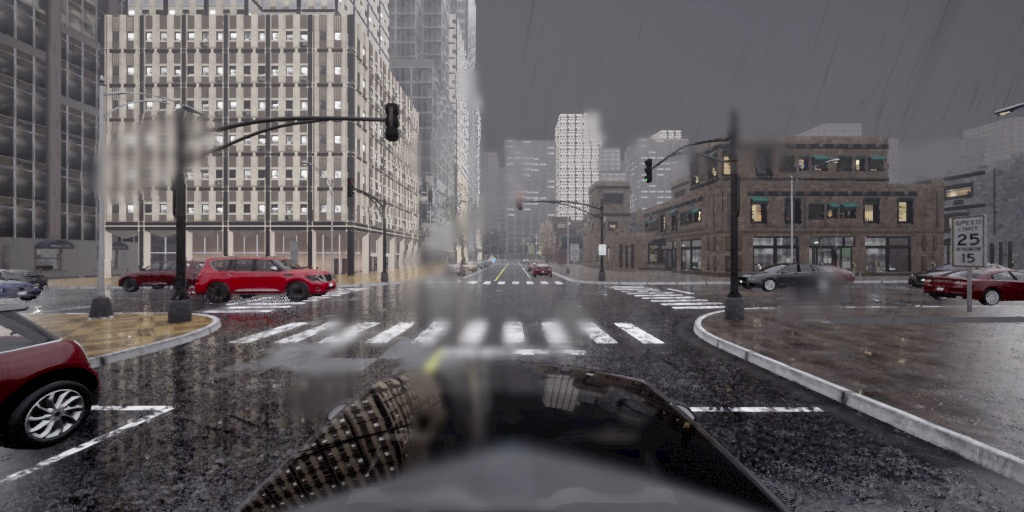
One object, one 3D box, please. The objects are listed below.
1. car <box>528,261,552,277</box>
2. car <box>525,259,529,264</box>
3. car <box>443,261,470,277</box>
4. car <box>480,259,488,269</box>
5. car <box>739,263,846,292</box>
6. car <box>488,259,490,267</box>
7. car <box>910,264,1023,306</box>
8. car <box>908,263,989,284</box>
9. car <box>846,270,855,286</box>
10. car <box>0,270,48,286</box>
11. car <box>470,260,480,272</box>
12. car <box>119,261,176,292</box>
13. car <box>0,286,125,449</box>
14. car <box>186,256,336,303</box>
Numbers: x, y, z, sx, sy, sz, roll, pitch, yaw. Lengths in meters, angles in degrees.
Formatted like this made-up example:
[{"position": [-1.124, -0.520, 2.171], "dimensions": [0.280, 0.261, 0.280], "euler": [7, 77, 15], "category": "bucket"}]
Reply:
[{"position": [2.859, 1.305, 34.704], "dimensions": [1.888, 1.381, 4.507], "euler": [0, 0, 0], "category": "car"}, {"position": [2.916, 1.350, 45.786], "dimensions": [1.802, 1.307, 4.207], "euler": [0, 0, 0], "category": "car"}, {"position": [-5.522, 1.342, 34.748], "dimensions": [1.802, 1.307, 4.207], "euler": [0, 0, 0], "category": "car"}, {"position": [-5.406, 1.327, 56.911], "dimensions": [2.007, 1.370, 4.403], "euler": [0, 0, 0], "category": "car"}, {"position": [15.143, 1.148, 19.934], "dimensions": [4.892, 1.490, 1.837], "euler": [0, 0, -1], "category": "car"}, {"position": [-5.378, 1.347, 62.451], "dimensions": [1.948, 1.339, 4.313], "euler": [0, 0, 0], "category": "car"}, {"position": [19.136, 1.153, 14.181], "dimensions": [4.507, 1.381, 1.888], "euler": [0, 0, -1], "category": "car"}, {"position": [24.946, 1.142, 20.039], "dimensions": [4.181, 1.385, 1.994], "euler": [0, 0, -1], "category": "car"}, {"position": [19.053, 1.203, 22.561], "dimensions": [4.207, 1.307, 1.802], "euler": [0, 0, -1], "category": "car"}, {"position": [-24.663, 1.432, 16.342], "dimensions": [4.674, 1.442, 1.812], "euler": [0, 0, -1], "category": "car"}, {"position": [-5.466, 1.293, 45.659], "dimensions": [1.751, 1.417, 4.829], "euler": [0, 0, 0], "category": "car"}, {"position": [-21.019, 1.204, 22.165], "dimensions": [5.009, 1.841, 2.192], "euler": [0, 0, -1], "category": "car"}, {"position": [-5.691, 1.190, 2.281], "dimensions": [1.967, 1.591, 4.097], "euler": [0, 0, 0], "category": "car"}, {"position": [-11.351, 1.030, 16.762], "dimensions": [5.566, 2.045, 2.150], "euler": [-1, 0, -5], "category": "car"}]
